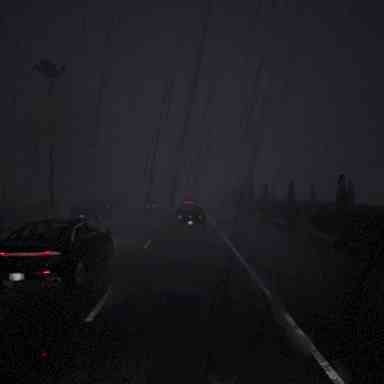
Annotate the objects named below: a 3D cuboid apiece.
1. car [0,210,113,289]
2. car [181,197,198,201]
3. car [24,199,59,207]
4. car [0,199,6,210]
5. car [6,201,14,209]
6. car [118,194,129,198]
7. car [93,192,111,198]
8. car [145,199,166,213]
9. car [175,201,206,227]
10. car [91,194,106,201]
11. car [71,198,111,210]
[{"bbox_3d":[-3.507,1.469,9.075,2.128,1.511,4.902,0,0,0],"label":"car"},{"bbox_3d":[-0.342,1.385,41.546,1.837,1.490,4.892,0,1,-1],"label":"car"},{"bbox_3d":[-14.436,1.415,32.056,2.128,1.511,4.902,0,0,-1],"label":"car"},{"bbox_3d":[-17.889,1.467,27.612,1.812,1.442,4.674,0,0,-1],"label":"car"},{"bbox_3d":[-21.480,1.484,36.532,1.994,1.385,4.181,0,0,-1],"label":"car"},{"bbox_3d":[-14.779,1.307,72.276,1.837,1.490,4.892,0,0,-1],"label":"car"},{"bbox_3d":[-18.241,1.047,68.722,2.150,2.045,5.566,0,0,-1],"label":"car"},{"bbox_3d":[-3.772,1.450,35.048,2.033,1.411,5.357,0,0,-1],"label":"car"},{"bbox_3d":[-0.130,1.536,22.126,1.895,1.301,4.718,0,0,-1],"label":"car"},{"bbox_3d":[-21.841,1.315,77.887,2.128,1.511,4.902,0,0,-1],"label":"car"},{"bbox_3d":[-7.151,1.416,23.967,1.882,1.535,5.008,0,0,-1],"label":"car"}]
